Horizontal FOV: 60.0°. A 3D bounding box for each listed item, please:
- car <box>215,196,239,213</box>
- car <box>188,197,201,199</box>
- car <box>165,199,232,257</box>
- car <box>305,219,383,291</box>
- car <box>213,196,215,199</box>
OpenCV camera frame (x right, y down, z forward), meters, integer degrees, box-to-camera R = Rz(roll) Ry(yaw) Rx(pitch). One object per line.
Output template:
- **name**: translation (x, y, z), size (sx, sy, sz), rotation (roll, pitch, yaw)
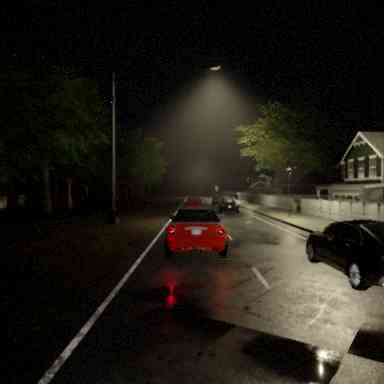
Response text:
- **car**: translation (3.707, 1.386, 34.311), size (1.994, 1.385, 4.181), rotation (0, 0, 1)
- **car**: translation (0.264, 1.283, 35.736), size (1.882, 1.535, 5.008), rotation (0, 0, 0)
- **car**: translation (0.153, 1.307, 12.854), size (2.097, 1.767, 4.553), rotation (0, 0, 0)
- **car**: translation (4.584, 1.484, 8.923), size (1.837, 1.490, 4.892), rotation (0, 0, 0)
- **car**: translation (3.725, 1.273, 46.625), size (2.033, 1.411, 5.357), rotation (0, 0, 1)
